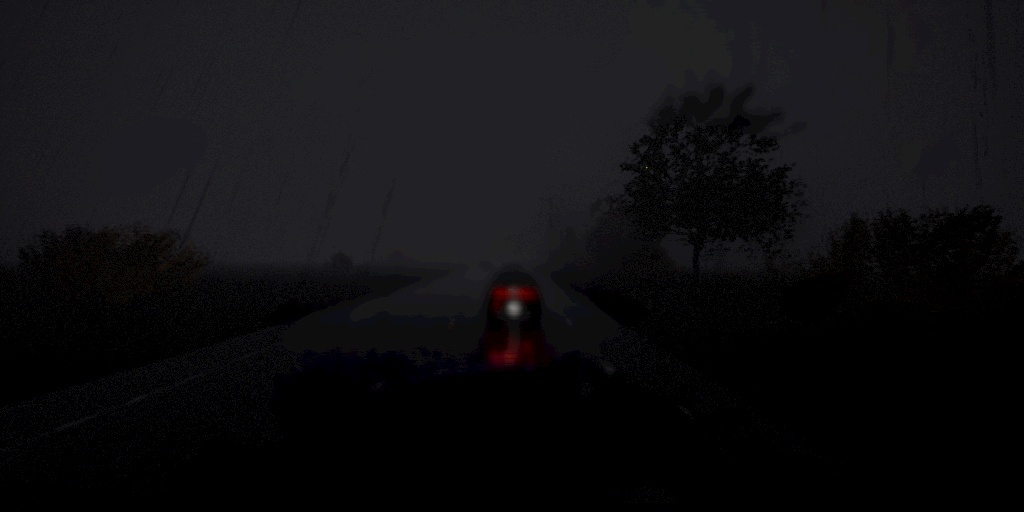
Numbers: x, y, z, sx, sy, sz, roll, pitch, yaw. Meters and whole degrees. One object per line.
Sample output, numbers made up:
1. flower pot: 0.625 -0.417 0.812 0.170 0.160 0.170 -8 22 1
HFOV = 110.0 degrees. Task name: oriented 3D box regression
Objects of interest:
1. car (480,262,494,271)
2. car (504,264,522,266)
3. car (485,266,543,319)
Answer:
1. car: -3.566 1.463 51.653 1.895 1.301 4.718 0 0 0
2. car: 0.076 1.322 28.094 1.837 1.490 4.892 0 0 0
3. car: 0.073 1.286 12.979 1.837 1.490 4.892 0 0 0
